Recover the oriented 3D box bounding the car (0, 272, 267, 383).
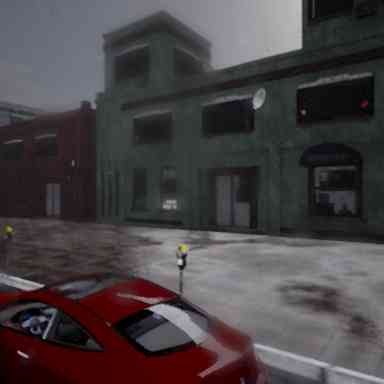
[{"bbox_3d":[-1.258,1.610,3.767,4.206,1.307,1.802,-1,0,35],"label":"car"}]
